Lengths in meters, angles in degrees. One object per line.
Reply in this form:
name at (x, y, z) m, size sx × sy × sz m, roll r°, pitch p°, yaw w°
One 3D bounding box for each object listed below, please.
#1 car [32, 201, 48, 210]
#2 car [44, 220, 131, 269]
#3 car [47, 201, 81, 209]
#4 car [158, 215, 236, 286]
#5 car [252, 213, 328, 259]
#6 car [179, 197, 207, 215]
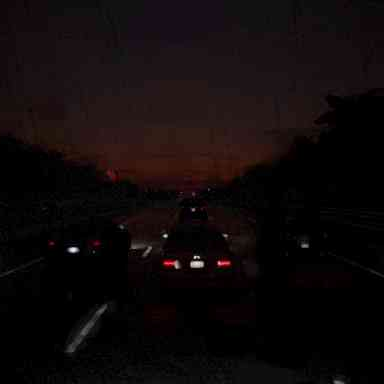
car at (-17.570, 1.882, 40.267) m, size 1.837 × 1.490 × 4.892 m, roll 0°, pitch -1°, yaw 0°
car at (-3.397, 1.643, 11.509) m, size 1.994 × 1.385 × 4.181 m, roll 0°, pitch 0°, yaw 0°
car at (-14.081, 1.824, 37.626) m, size 1.882 × 1.535 × 5.008 m, roll 0°, pitch -1°, yaw 0°
car at (0.102, 1.609, 9.599) m, size 2.033 × 1.411 × 5.357 m, roll 0°, pitch 0°, yaw 0°
car at (3.602, 1.570, 13.062) m, size 1.882 × 1.535 × 5.008 m, roll 0°, pitch 0°, yaw 0°
car at (0.104, 1.467, 27.890) m, size 2.150 × 2.045 × 5.566 m, roll 0°, pitch 0°, yaw 0°
